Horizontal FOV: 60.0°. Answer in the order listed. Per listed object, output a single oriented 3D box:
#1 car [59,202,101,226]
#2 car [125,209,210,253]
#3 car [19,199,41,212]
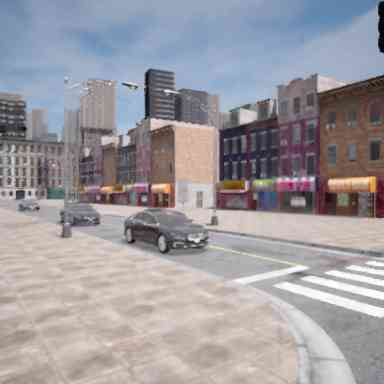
[{"bbox_3d":[-7.970,1.525,23.505,1.837,1.490,4.892,0,1,-35],"label":"car"},{"bbox_3d":[-1.207,1.507,13.916,1.837,1.490,4.892,0,0,-35],"label":"car"},{"bbox_3d":[-19.797,1.610,40.416,1.812,1.442,4.674,0,0,-35],"label":"car"}]
